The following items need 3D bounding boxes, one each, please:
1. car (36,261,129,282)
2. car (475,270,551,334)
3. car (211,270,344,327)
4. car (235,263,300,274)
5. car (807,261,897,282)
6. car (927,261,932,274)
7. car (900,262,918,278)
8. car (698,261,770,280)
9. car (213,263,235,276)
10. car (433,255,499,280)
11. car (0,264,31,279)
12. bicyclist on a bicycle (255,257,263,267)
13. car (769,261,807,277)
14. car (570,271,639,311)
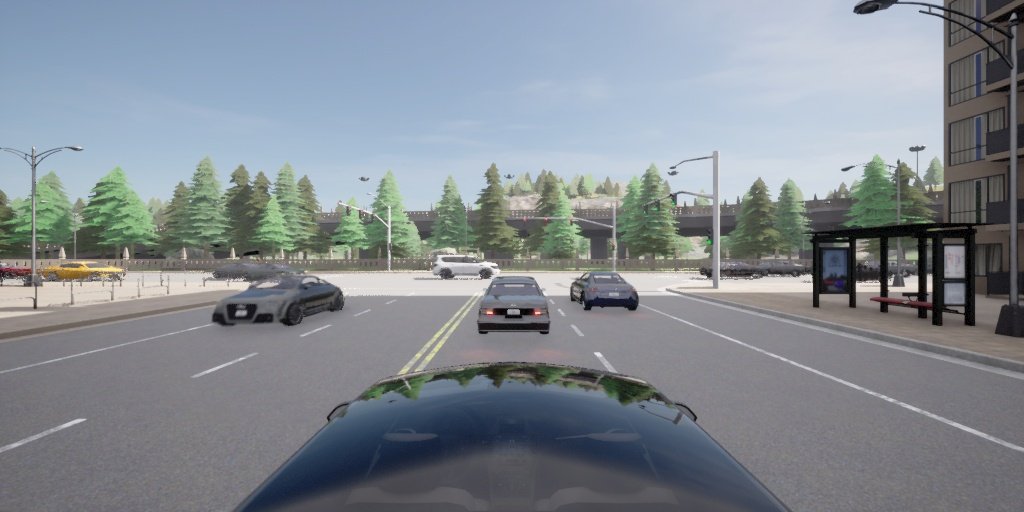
[{"bbox_3d":[-32.108,1.172,27.140,5.008,1.535,1.882,0,0,0],"label":"car"},{"bbox_3d":[0.058,1.297,10.540,2.033,1.411,5.357,0,0,1],"label":"car"},{"bbox_3d":[-7.112,1.314,11.412,1.994,1.385,4.181,0,0,0],"label":"car"},{"bbox_3d":[-17.822,1.259,26.987,4.181,1.385,1.994,0,0,1],"label":"car"},{"bbox_3d":[25.017,1.220,26.424,4.674,1.442,1.812,0,0,1],"label":"car"},{"bbox_3d":[40.977,1.220,35.164,4.674,1.442,1.812,0,0,17],"label":"car"},{"bbox_3d":[33.860,1.186,33.007,4.902,1.511,2.128,0,0,6],"label":"car"},{"bbox_3d":[18.368,1.295,30.013,4.718,1.301,1.895,0,0,1],"label":"car"},{"bbox_3d":[-22.803,1.258,30.541,4.181,1.385,1.994,0,0,1],"label":"car"},{"bbox_3d":[-3.865,0.944,30.302,5.566,2.045,2.150,0,0,1],"label":"car"},{"bbox_3d":[-43.161,1.295,30.371,4.718,1.301,1.895,0,0,-7],"label":"car"},{"bbox_3d":[-29.468,0.995,41.636,0.582,1.620,1.656,0,0,1],"label":"bicyclist on a bicycle"},{"bbox_3d":[24.522,1.186,33.549,4.902,1.511,2.128,0,0,2],"label":"car"},{"bbox_3d":[3.577,1.314,14.551,1.994,1.385,4.181,0,0,0],"label":"car"}]
